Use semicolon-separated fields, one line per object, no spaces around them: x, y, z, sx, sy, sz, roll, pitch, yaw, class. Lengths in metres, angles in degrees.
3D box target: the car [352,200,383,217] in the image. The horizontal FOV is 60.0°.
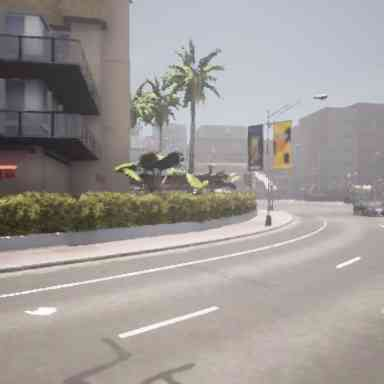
17.197;1.552;32.330;2.128;1.511;4.902;0;0;8;car
